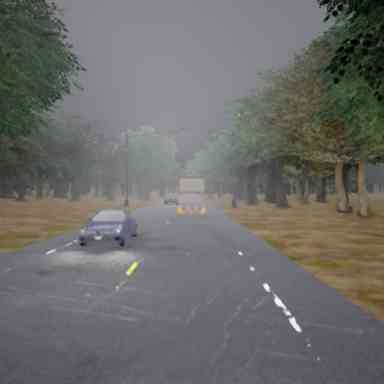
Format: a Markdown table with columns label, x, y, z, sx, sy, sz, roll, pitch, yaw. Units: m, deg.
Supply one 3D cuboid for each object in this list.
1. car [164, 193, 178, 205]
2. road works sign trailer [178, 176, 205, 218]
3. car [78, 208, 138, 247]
| label | x | y | z | sx | sy | sz | roll | pitch | yaw |
| --- | --- | --- | --- | --- | --- | --- | --- | --- | --- |
| car | -3.539 | 1.133 | 56.615 | 2.150 | 2.045 | 5.566 | 0 | 0 | 1 |
| road works sign trailer | -0.012 | 0.410 | 29.270 | 2.380 | 3.560 | 2.880 | 0 | 0 | 0 |
| car | -3.598 | 1.495 | 15.076 | 1.812 | 1.442 | 4.674 | 0 | 0 | 0 |
